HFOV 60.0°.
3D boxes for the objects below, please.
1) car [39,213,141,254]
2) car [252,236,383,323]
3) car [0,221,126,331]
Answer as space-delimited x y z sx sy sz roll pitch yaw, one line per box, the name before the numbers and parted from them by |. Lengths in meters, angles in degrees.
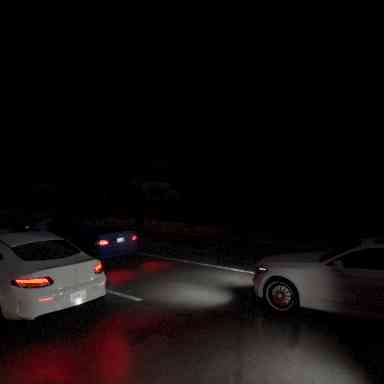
car | -4.149 1.431 11.310 5.357 1.411 2.033 1 1 36
car | 3.375 1.525 5.885 4.674 1.442 1.812 0 0 36
car | -3.677 1.455 6.651 4.674 1.442 1.812 1 1 36
